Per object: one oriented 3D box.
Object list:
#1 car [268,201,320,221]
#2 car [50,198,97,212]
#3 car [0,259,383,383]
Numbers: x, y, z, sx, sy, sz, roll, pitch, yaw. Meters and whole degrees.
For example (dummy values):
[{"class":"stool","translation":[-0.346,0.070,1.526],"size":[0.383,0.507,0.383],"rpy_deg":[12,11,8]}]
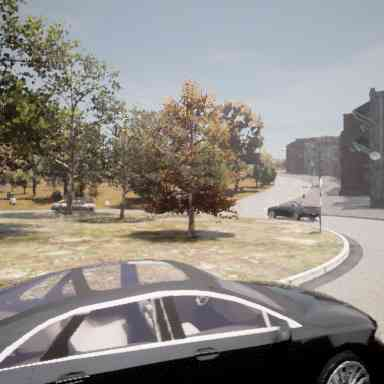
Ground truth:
[{"class":"car","translation":[8.206,1.504,27.340],"size":[2.128,1.511,4.902],"rpy_deg":[0,0,-25]},{"class":"car","translation":[-13.165,1.587,36.829],"size":[4.718,1.301,1.895],"rpy_deg":[1,0,-17]},{"class":"car","translation":[-0.261,1.491,3.363],"size":[4.902,1.511,2.128],"rpy_deg":[0,0,-23]}]
